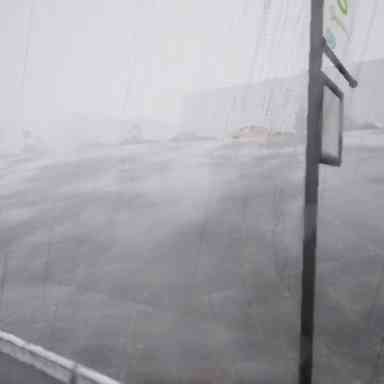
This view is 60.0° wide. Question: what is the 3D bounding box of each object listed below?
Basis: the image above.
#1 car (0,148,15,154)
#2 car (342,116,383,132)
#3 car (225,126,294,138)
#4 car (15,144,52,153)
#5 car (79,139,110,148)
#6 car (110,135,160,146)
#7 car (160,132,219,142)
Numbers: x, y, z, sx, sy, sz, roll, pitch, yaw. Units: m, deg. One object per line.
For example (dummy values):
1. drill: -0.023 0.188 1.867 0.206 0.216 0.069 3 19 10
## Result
1. car: -22.659 -4.767 42.037 4.674 1.452 2.002 2 1 34
2. car: 9.579 -3.914 20.888 4.553 1.767 2.185 2 1 31
3. car: 4.828 -3.953 23.709 5.008 1.535 2.097 2 1 32
4. car: -18.120 -4.805 38.939 4.553 1.767 2.185 2 1 34
5. car: -9.087 -4.422 32.776 4.892 1.521 2.231 2 1 34
6. car: -4.524 -4.279 29.673 4.892 1.521 2.231 2 1 34
7. car: 0.119 -4.079 26.641 4.674 1.452 2.002 2 1 33
